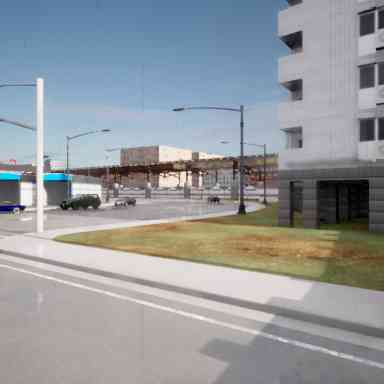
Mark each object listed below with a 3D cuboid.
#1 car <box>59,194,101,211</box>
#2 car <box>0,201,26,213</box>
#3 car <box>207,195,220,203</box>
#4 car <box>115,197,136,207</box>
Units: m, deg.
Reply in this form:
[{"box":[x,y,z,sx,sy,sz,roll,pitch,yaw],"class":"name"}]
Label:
[{"box":[-14.042,1.221,42.216,2.150,2.045,5.566,0,0,29],"class":"car"},{"box":[-19.678,1.601,33.896,1.895,1.301,4.718,0,0,37],"class":"car"},{"box":[4.434,1.502,69.669,1.837,1.490,4.892,0,0,-12],"class":"car"},{"box":[-10.277,1.491,51.629,2.128,1.511,4.902,0,0,14],"class":"car"}]
